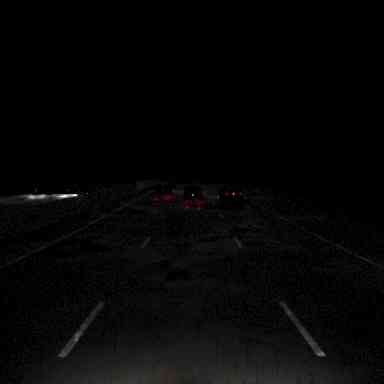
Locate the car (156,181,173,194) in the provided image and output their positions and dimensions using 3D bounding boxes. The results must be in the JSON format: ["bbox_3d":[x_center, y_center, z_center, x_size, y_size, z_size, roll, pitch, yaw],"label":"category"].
[{"bbox_3d":[-3.393,-0.607,41.082,1.812,1.442,4.674,0,4,0],"label":"car"}]

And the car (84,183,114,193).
[{"bbox_3d":[-10.586,-0.390,38.853,1.895,1.301,4.718,0,4,0],"label":"car"}]

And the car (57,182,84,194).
[{"bbox_3d":[-14.082,-0.494,39.896,1.994,1.385,4.181,0,4,0],"label":"car"}]

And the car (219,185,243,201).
[{"bbox_3d":[3.585,0.056,31.080,2.033,1.411,5.357,0,4,0],"label":"car"}]

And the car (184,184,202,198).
[{"bbox_3d":[0.098,-0.154,35.190,1.895,1.301,4.718,0,4,0],"label":"car"}]

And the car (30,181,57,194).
[{"bbox_3d":[-17.582,-0.569,39.922,2.128,1.511,4.902,0,4,0],"label":"car"}]
